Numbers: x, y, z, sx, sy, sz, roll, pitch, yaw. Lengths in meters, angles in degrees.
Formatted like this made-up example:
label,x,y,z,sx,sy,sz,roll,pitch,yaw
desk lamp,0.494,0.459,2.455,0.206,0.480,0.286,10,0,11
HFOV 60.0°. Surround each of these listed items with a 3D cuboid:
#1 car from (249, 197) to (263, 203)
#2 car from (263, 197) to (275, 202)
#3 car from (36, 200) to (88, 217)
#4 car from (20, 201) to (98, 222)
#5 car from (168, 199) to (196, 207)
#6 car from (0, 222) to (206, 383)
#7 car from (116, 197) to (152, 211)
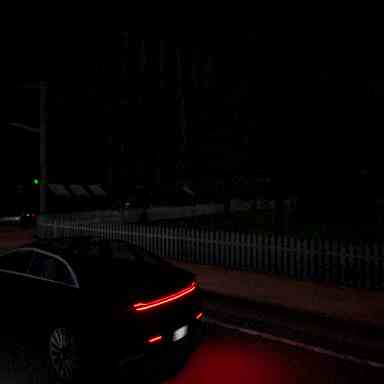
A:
label,x,y,z,sx,sy,sz,roll,pitch,yaw
car,12.360,1.601,61.861,1.895,1.301,4.718,0,0,34
car,15.238,1.547,59.874,2.033,1.411,5.357,0,0,34
car,-12.356,1.564,31.856,1.994,1.385,4.181,0,0,34
car,-9.209,1.547,23.652,2.033,1.411,5.357,0,0,34
car,-1.376,1.601,48.097,1.895,1.301,4.718,0,0,34
car,-2.104,1.491,5.443,4.902,1.511,2.128,0,0,36
car,-6.937,1.352,39.878,2.097,1.767,4.553,0,0,34
